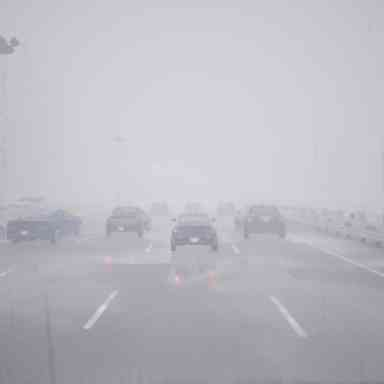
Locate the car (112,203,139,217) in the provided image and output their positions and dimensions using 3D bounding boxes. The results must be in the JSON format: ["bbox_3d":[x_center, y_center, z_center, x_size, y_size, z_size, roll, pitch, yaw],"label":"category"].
[{"bbox_3d":[-6.898,1.793,34.807,1.895,1.301,4.718,0,-1,0],"label":"car"}]

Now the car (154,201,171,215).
[{"bbox_3d":[-3.397,1.700,36.070,2.128,1.511,4.902,0,-1,0],"label":"car"}]

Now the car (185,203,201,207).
[{"bbox_3d":[0.102,1.698,31.221,2.033,1.411,5.357,0,-1,0],"label":"car"}]

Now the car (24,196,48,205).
[{"bbox_3d":[-17.588,1.432,36.137,2.150,2.045,5.566,0,-1,0],"label":"car"}]

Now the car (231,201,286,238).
[{"bbox_3d":[3.601,1.415,18.306,2.097,1.767,4.553,0,0,0],"label":"car"}]

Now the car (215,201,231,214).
[{"bbox_3d":[3.603,1.699,36.059,2.128,1.511,4.902,0,-1,0],"label":"car"}]

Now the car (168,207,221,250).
[{"bbox_3d":[0.086,1.576,14.424,1.812,1.442,4.674,0,0,0],"label":"car"}]

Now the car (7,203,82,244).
[{"bbox_3d":[-6.898,1.535,16.169,1.882,1.535,5.008,0,0,0],"label":"car"}]

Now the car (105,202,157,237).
[{"bbox_3d":[-3.399,1.556,18.402,2.128,1.511,4.902,0,0,0],"label":"car"}]
